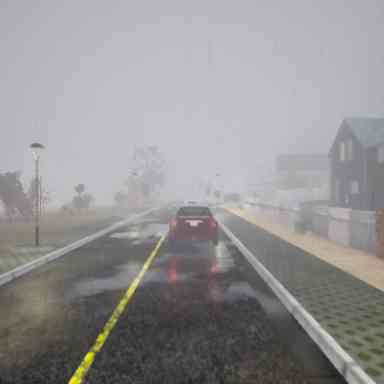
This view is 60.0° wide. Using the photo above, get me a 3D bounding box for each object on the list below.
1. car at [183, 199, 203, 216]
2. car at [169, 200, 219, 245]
[{"bbox_3d":[0.071,1.470,32.507,1.812,1.442,4.674,0,0,0],"label":"car"},{"bbox_3d":[0.084,1.322,15.569,2.097,1.767,4.553,0,0,0],"label":"car"}]
